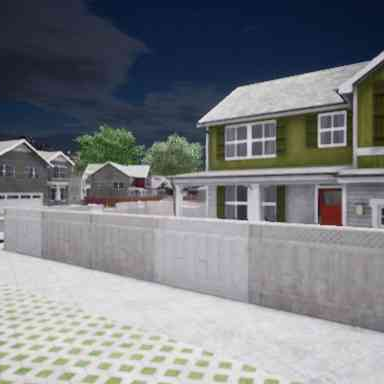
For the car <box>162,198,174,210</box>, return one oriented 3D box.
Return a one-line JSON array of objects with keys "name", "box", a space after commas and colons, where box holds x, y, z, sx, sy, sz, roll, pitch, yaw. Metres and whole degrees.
[{"name": "car", "box": [-2.633, 1.503, 43.395, 2.128, 1.511, 4.902, 0, 0, 21]}]
